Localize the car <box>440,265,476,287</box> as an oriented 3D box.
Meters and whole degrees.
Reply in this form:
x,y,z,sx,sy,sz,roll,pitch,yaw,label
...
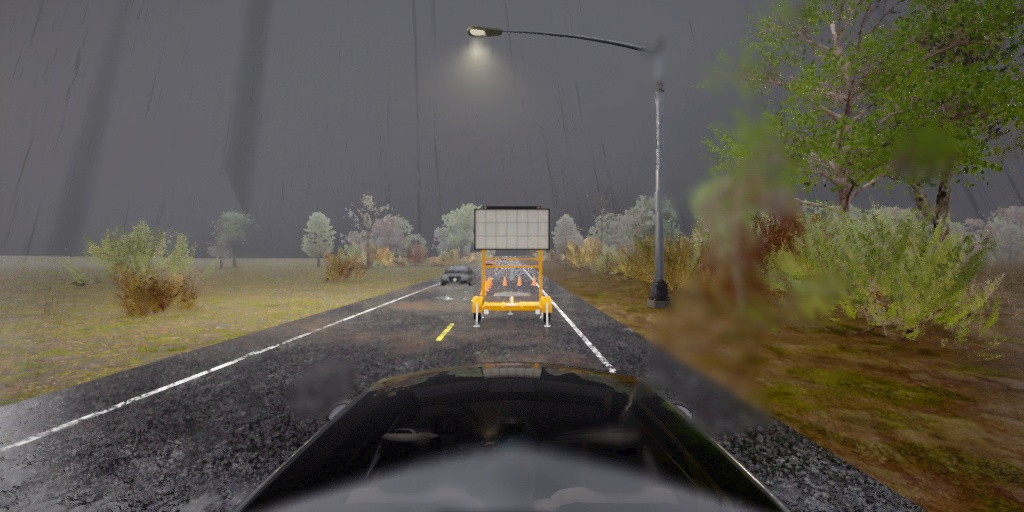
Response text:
x,y,z,sx,sy,sz,roll,pitch,yaw,label
-3.596,1.307,24.561,1.994,1.385,4.181,0,0,0,car

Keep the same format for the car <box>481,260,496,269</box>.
x,y,z,sx,sy,sz,roll,pitch,yaw,label
-3.490,1.063,53.559,2.097,1.767,4.553,0,0,0,car

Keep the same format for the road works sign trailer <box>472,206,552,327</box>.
x,y,z,sx,sy,sz,roll,pitch,yaw,label
0.002,0.214,11.529,2.380,3.560,2.880,0,0,0,road works sign trailer
